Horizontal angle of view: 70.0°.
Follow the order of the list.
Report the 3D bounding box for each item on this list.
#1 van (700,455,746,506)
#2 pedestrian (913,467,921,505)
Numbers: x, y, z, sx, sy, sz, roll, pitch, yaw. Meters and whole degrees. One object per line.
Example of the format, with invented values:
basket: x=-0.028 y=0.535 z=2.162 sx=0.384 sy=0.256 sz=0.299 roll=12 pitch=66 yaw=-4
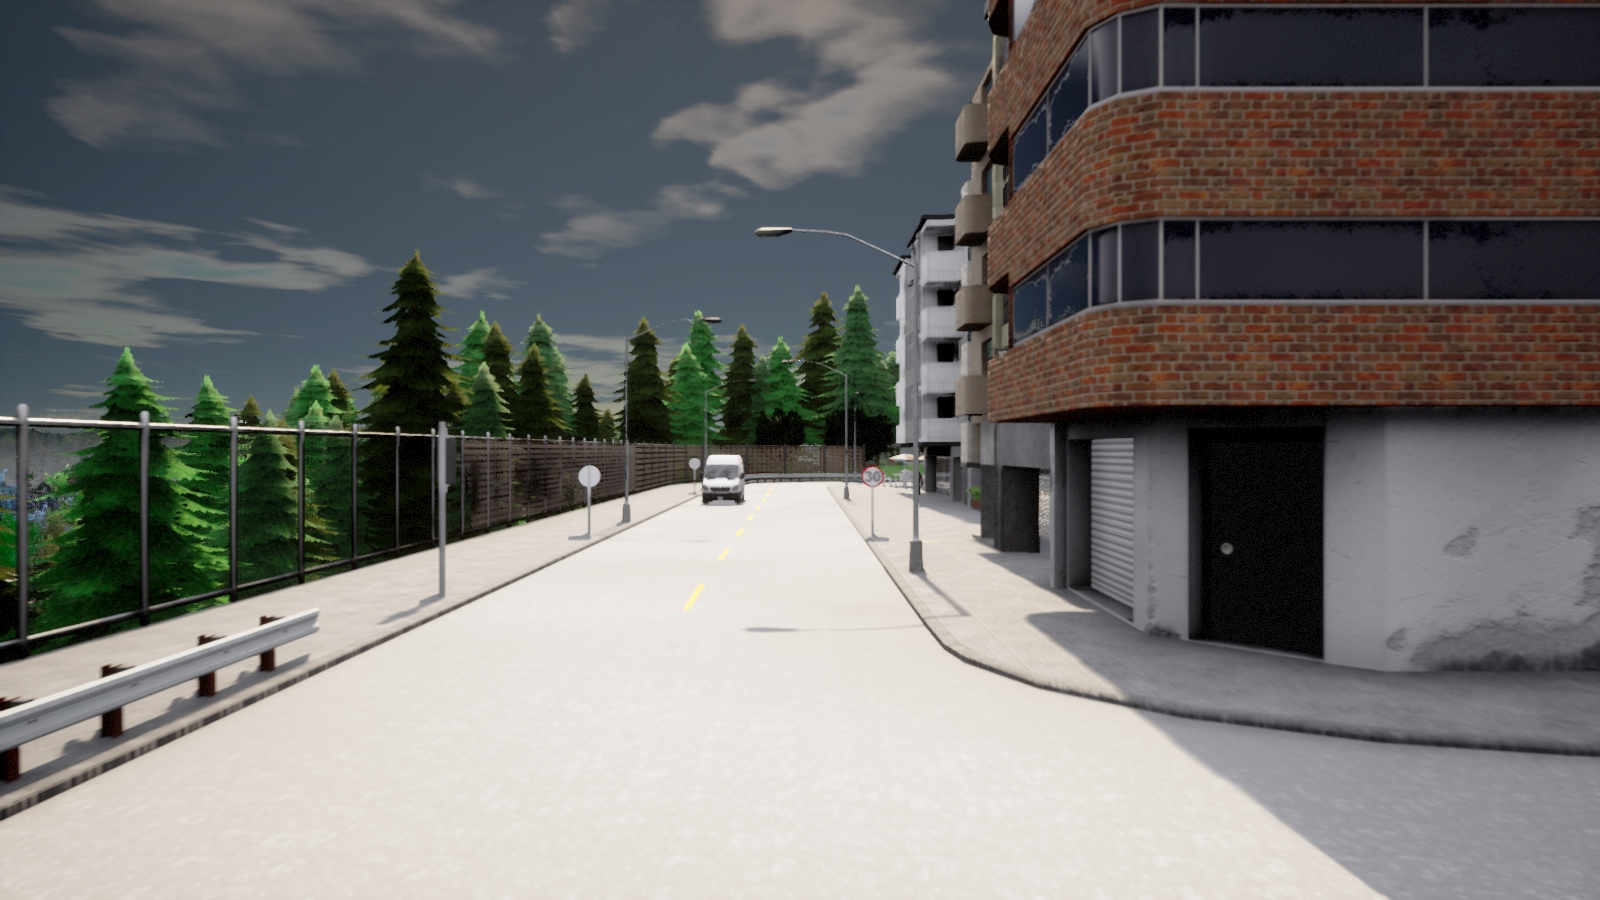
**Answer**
van: x=-4.005 y=1.545 z=60.229 sx=1.988 sy=2.561 sz=5.915 roll=0 pitch=0 yaw=0
pedestrian: x=5.731 y=1.753 z=56.085 sx=0.375 sy=1.860 sz=0.375 roll=0 pitch=0 yaw=3
